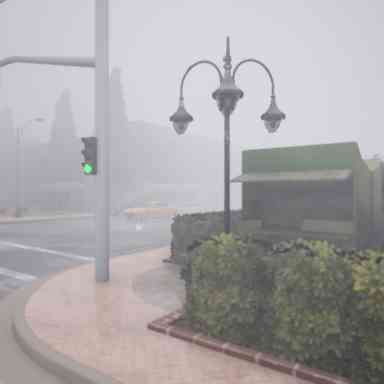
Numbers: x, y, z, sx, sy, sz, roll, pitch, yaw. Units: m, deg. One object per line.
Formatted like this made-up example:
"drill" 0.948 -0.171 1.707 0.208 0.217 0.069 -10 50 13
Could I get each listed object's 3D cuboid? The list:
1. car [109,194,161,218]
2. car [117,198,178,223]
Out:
"car" -4.916 1.227 29.756 2.150 2.045 5.566 0 0 37
"car" -3.178 1.482 26.242 1.882 1.535 5.008 0 0 37
